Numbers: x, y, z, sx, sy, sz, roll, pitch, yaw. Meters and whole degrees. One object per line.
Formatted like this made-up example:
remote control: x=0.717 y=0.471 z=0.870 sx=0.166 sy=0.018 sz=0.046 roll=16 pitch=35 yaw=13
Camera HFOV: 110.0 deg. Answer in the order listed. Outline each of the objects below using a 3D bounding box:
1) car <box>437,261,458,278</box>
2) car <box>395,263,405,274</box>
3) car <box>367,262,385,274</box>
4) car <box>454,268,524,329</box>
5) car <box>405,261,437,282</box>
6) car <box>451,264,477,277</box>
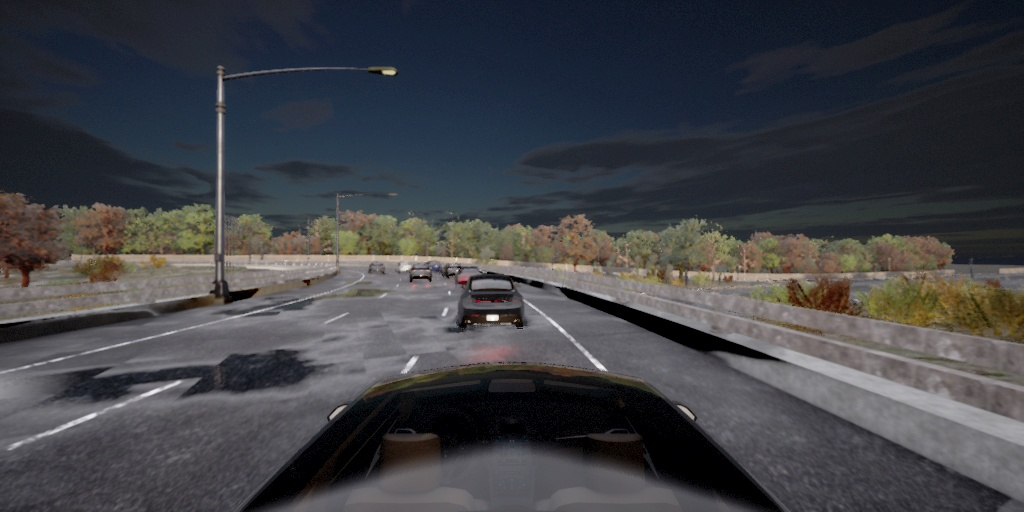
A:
car: x=-6.171 y=1.483 z=37.078 sx=2.128 sy=1.511 sz=4.902 roll=0 pitch=0 yaw=-19
car: x=-14.412 y=1.597 z=48.074 sx=1.812 sy=1.442 sz=4.674 roll=0 pitch=0 yaw=-25
car: x=-17.738 y=1.557 z=46.922 sx=2.128 sy=1.511 sz=4.902 roll=0 pitch=0 yaw=-26
car: x=-0.733 y=1.323 z=11.556 sx=1.837 sy=1.490 sz=4.892 roll=0 pitch=0 yaw=-6
car: x=-8.276 y=1.452 z=32.242 sx=2.128 sy=1.511 sz=4.902 roll=0 pitch=0 yaw=-17
car: x=-3.161 y=1.479 z=26.288 sx=1.994 sy=1.385 sz=4.181 roll=0 pitch=-1 yaw=-13
